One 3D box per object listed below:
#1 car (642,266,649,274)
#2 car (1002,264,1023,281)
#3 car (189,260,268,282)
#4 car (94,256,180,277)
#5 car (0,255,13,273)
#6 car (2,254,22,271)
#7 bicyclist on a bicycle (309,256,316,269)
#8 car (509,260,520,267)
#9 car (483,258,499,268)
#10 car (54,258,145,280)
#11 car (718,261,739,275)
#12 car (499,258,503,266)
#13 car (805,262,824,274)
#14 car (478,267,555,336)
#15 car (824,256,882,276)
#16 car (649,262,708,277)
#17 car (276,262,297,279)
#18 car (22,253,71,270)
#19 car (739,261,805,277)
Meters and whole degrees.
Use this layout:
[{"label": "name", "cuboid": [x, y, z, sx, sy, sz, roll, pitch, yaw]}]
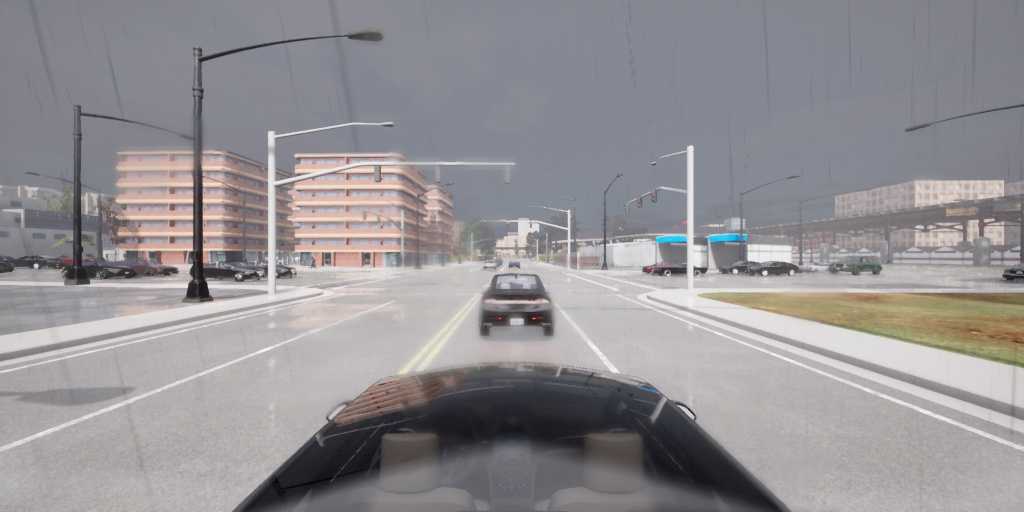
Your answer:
[{"label": "car", "cuboid": [16.475, 1.314, 39.179, 4.181, 1.385, 1.994, 0, 0, 1]}, {"label": "car", "cuboid": [40.848, 1.297, 28.040, 5.357, 1.411, 2.033, 0, 0, -20]}, {"label": "car", "cuboid": [-20.949, 1.109, 26.508, 4.902, 1.511, 2.128, 1, 0, 1]}, {"label": "car", "cuboid": [-31.442, 1.008, 30.271, 5.357, 1.411, 2.033, 1, 0, 0]}, {"label": "car", "cuboid": [-41.853, 0.825, 27.037, 5.357, 1.411, 2.033, 1, 0, 1]}, {"label": "car", "cuboid": [-45.469, 0.775, 30.643, 4.181, 1.385, 1.994, 1, 0, 2]}, {"label": "bicyclist on a bicycle", "cuboid": [-25.927, 0.844, 46.628, 0.582, 1.620, 1.656, 1, 0, 1]}, {"label": "car", "cuboid": [0.397, 1.350, 61.985, 1.895, 1.301, 4.718, 0, 0, 0]}, {"label": "car", "cuboid": [-3.331, 1.351, 54.167, 1.895, 1.301, 4.718, 0, 0, 0]}, {"label": "car", "cuboid": [-30.688, 1.039, 26.754, 4.181, 1.385, 1.994, 1, 0, 1]}, {"label": "car", "cuboid": [25.220, 1.255, 39.256, 4.892, 1.490, 1.837, 0, 0, -5]}, {"label": "car", "cuboid": [-3.239, 1.241, 65.157, 2.128, 1.511, 4.902, 0, 0, 1]}, {"label": "car", "cuboid": [34.885, 1.351, 41.028, 4.718, 1.301, 1.895, 0, 0, -19]}, {"label": "car", "cuboid": [0.121, 1.241, 10.343, 2.128, 1.511, 4.902, 0, 0, 0]}, {"label": "car", "cuboid": [36.329, 0.971, 37.857, 5.566, 2.045, 2.150, 0, 0, -19]}, {"label": "car", "cuboid": [16.635, 1.351, 35.651, 4.718, 1.301, 1.895, 0, 0, 0]}, {"label": "car", "cuboid": [-20.660, 1.108, 29.999, 4.902, 1.511, 2.128, 1, 0, 1]}, {"label": "car", "cuboid": [-50.377, 0.628, 37.894, 4.892, 1.490, 1.837, 1, 0, 2]}, {"label": "car", "cuboid": [25.914, 1.255, 35.803, 4.892, 1.490, 1.837, 0, 0, -5]}]
